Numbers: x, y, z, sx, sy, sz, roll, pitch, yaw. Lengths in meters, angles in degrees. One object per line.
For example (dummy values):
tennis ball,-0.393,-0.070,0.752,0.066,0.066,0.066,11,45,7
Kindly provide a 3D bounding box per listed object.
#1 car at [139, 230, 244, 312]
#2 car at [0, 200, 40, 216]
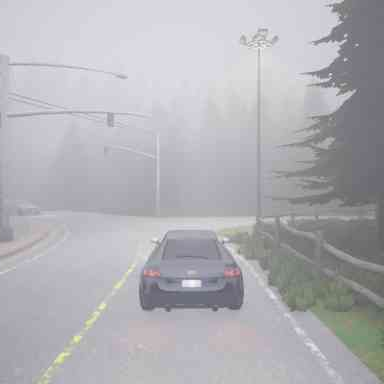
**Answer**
car,-0.030,1.564,7.803,1.994,1.385,4.181,0,0,-1
car,-17.064,1.526,32.839,4.674,1.442,1.812,0,0,30
